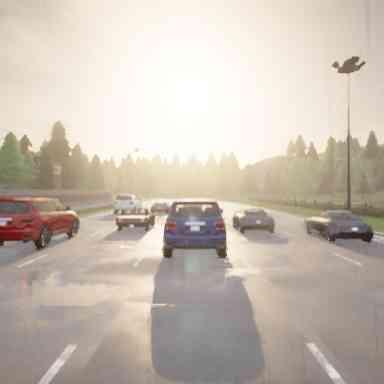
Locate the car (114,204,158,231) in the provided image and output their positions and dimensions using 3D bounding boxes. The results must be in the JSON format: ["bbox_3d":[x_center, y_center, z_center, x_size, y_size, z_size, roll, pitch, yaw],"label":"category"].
[{"bbox_3d":[-3.400,1.633,20.983,1.895,1.301,4.718,0,0,0],"label":"car"}]

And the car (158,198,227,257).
[{"bbox_3d":[0.101,1.242,13.160,2.150,2.045,5.566,0,0,0],"label":"car"}]

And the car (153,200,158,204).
[{"bbox_3d":[-3.400,1.621,36.977,1.994,1.385,4.181,0,0,0],"label":"car"}]

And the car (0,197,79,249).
[{"bbox_3d":[-6.900,1.244,14.810,2.150,2.045,5.566,0,0,0],"label":"car"}]

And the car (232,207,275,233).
[{"bbox_3d":[3.601,1.595,19.991,1.994,1.385,4.181,0,0,0],"label":"car"}]

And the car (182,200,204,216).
[{"bbox_3d":[0.100,1.600,34.037,2.033,1.411,5.357,0,0,0],"label":"car"}]

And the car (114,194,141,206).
[{"bbox_3d":[-6.893,1.276,36.033,2.150,2.045,5.566,0,0,0],"label":"car"}]

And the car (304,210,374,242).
[{"bbox_3d":[7.100,1.589,16.511,1.994,1.385,4.181,0,0,0],"label":"car"}]
